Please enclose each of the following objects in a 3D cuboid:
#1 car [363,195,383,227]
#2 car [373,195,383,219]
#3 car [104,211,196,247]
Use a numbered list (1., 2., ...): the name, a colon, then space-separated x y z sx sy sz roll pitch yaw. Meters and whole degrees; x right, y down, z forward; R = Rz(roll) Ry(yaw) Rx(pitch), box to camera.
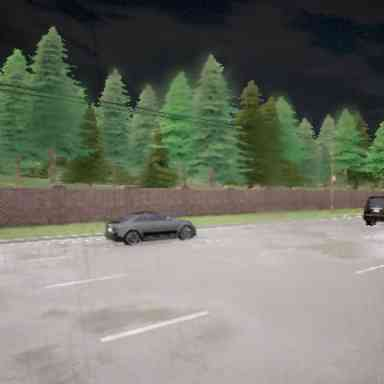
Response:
1. car: 13.517 1.254 21.982 5.566 2.045 2.150 0 0 -36
2. car: 18.822 1.265 30.067 5.566 2.045 2.150 0 0 -35
3. car: -1.867 1.575 15.309 4.181 1.385 1.994 0 0 -35
